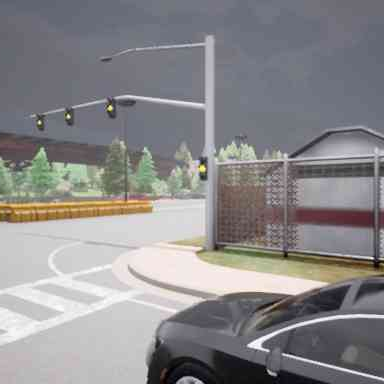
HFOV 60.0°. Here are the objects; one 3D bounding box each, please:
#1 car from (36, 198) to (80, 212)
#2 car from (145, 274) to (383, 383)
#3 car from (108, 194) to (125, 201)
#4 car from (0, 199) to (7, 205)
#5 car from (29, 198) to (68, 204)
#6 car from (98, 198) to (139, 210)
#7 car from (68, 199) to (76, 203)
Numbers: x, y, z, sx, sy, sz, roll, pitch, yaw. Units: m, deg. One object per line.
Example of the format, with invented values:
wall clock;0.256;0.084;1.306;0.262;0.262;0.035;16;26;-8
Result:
car;-15.964;1.493;39.946;1.812;1.442;4.674;0;0;34
car;1.749;1.505;2.760;4.892;1.490;1.837;0;0;36
car;-7.684;1.191;39.758;2.150;2.045;5.566;0;1;34
car;-20.800;1.319;32.725;2.097;1.767;4.553;0;0;34
car;-14.003;1.537;30.289;1.994;1.385;4.181;0;0;33
car;-9.469;1.517;43.393;2.033;1.411;5.357;0;0;34
car;-15.027;1.571;35.067;1.895;1.301;4.718;0;0;34
